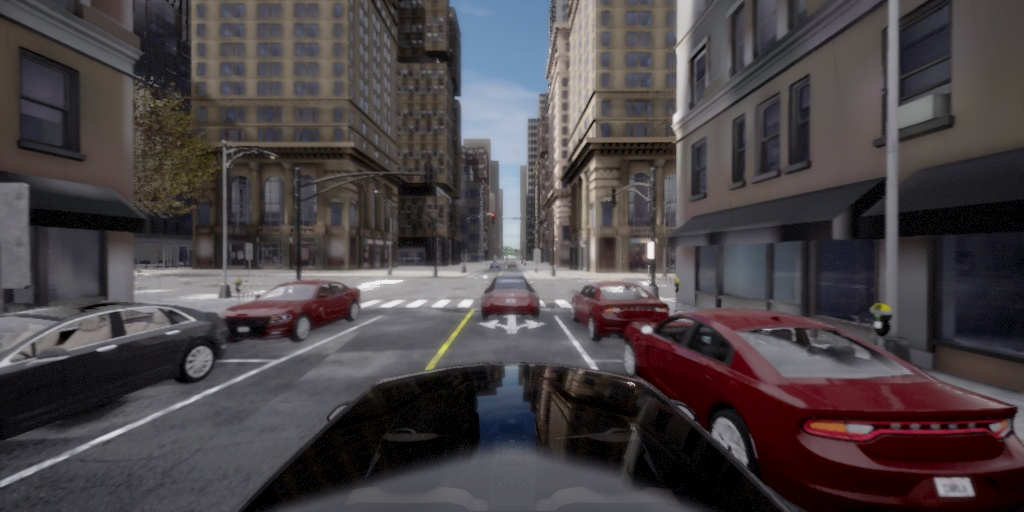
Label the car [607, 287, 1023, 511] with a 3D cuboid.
[{"bbox_3d":[2.761,1.315,4.456,1.888,1.381,4.507,0,0,0],"label":"car"}]

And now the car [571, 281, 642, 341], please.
[{"bbox_3d":[2.761,1.356,9.962,1.888,1.381,4.507,0,0,0],"label":"car"}]

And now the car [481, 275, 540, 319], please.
[{"bbox_3d":[-0.082,1.398,13.263,1.994,1.385,4.181,0,-1,-1],"label":"car"}]

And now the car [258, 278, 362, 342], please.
[{"bbox_3d":[-5.765,1.355,9.961,1.888,1.381,4.507,0,0,0],"label":"car"}]

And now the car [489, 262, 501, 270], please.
[{"bbox_3d":[-2.972,1.754,63.595,2.033,1.411,5.357,0,0,1],"label":"car"}]

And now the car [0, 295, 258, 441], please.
[{"bbox_3d":[-5.764,1.320,4.456,2.007,1.370,4.403,0,0,0],"label":"car"}]
